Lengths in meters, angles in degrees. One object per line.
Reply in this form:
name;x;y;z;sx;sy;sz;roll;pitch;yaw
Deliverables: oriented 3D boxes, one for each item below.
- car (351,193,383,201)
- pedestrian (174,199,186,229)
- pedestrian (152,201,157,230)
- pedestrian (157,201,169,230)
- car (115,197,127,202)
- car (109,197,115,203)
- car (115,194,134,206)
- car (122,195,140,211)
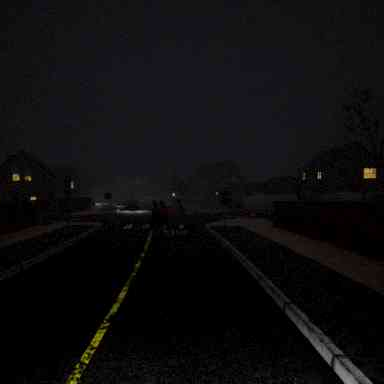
car;16.222;0.917;29.694;4.553;1.767;2.097;-1;1;1
pedestrian;-0.737;1.299;20.288;0.375;1.860;0.375;-1;1;-6
pedestrian;-2.270;1.302;20.740;0.375;1.860;0.375;-1;1;-6
pedestrian;-1.717;1.300;19.589;0.375;1.860;0.375;-1;1;-6
car;-17.564;1.844;82.351;1.994;1.385;4.181;0;0;-24
car;-17.443;1.727;74.992;2.033;1.411;5.357;0;0;-21
car;-12.234;1.577;60.041;2.097;1.767;4.553;0;0;-17
car;-7.851;1.583;43.565;1.882;1.535;5.008;0;0;-13
